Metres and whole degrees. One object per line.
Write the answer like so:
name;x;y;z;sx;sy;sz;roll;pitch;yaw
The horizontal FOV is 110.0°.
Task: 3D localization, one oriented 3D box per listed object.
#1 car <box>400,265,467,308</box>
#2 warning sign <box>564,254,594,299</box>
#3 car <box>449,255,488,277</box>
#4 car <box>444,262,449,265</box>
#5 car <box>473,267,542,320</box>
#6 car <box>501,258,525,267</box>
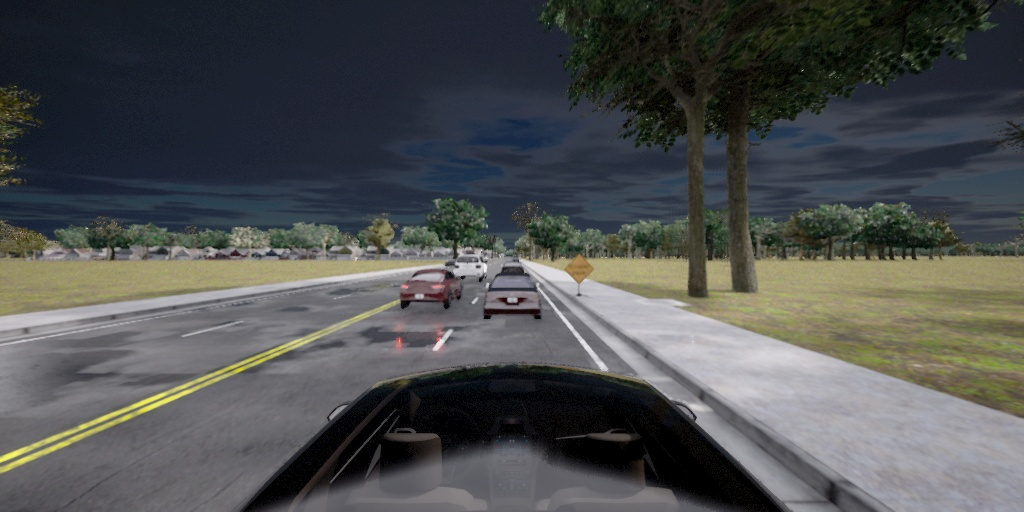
car;-3.198;1.247;14.782;1.812;1.442;4.674;0;0;0
warning sign;2.855;0.835;15.260;1.300;1.860;1.060;0;0;0
car;-3.206;0.924;28.514;2.150;2.045;5.566;0;0;1
car;-9.785;1.220;59.107;2.033;1.411;5.357;0;0;1
car;0.029;1.273;12.543;2.033;1.411;5.357;0;0;1
car;0.066;1.175;30.911;1.882;1.535;5.008;0;0;0
